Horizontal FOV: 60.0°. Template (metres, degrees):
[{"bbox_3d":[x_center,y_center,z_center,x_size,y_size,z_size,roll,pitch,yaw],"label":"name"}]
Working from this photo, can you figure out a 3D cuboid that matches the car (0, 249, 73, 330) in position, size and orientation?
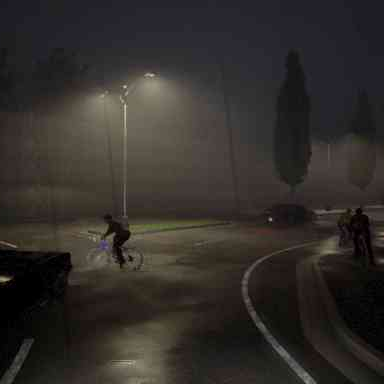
[{"bbox_3d":[-3.696,1.601,5.595,1.895,1.301,4.718,0,0,0],"label":"car"}]

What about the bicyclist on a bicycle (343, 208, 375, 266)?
[{"bbox_3d":[4.968,1.302,9.845,0.582,1.620,1.656,0,0,18],"label":"bicyclist on a bicycle"}]

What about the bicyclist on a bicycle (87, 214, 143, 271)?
[{"bbox_3d":[-2.217,1.455,9.471,1.656,1.620,0.582,-2,0,7],"label":"bicyclist on a bicycle"}]

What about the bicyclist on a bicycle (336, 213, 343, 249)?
[{"bbox_3d":[6.172,1.455,13.264,1.656,1.620,0.582,3,-2,-38],"label":"bicyclist on a bicycle"}]

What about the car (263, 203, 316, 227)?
[{"bbox_3d":[6.835,1.505,23.131,4.892,1.490,1.837,0,0,-43],"label":"car"}]
